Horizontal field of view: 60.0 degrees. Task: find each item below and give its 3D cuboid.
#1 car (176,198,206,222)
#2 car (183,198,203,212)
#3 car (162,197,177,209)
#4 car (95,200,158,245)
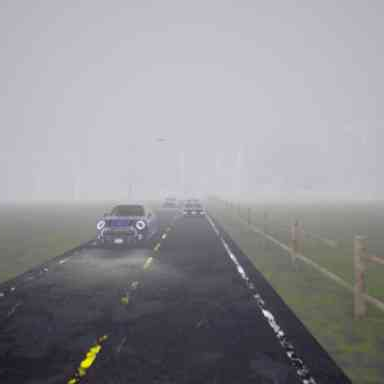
[{"bbox_3d":[0.106,1.445,25.046,2.033,1.411,5.357,0,0,0],"label":"car"},{"bbox_3d":[0.109,1.401,37.713,2.033,1.411,5.357,0,0,0],"label":"car"},{"bbox_3d":[-2.828,1.386,43.746,2.033,1.411,5.357,0,0,0],"label":"car"},{"bbox_3d":[-2.811,1.289,15.074,2.097,1.767,4.553,0,0,0],"label":"car"}]
